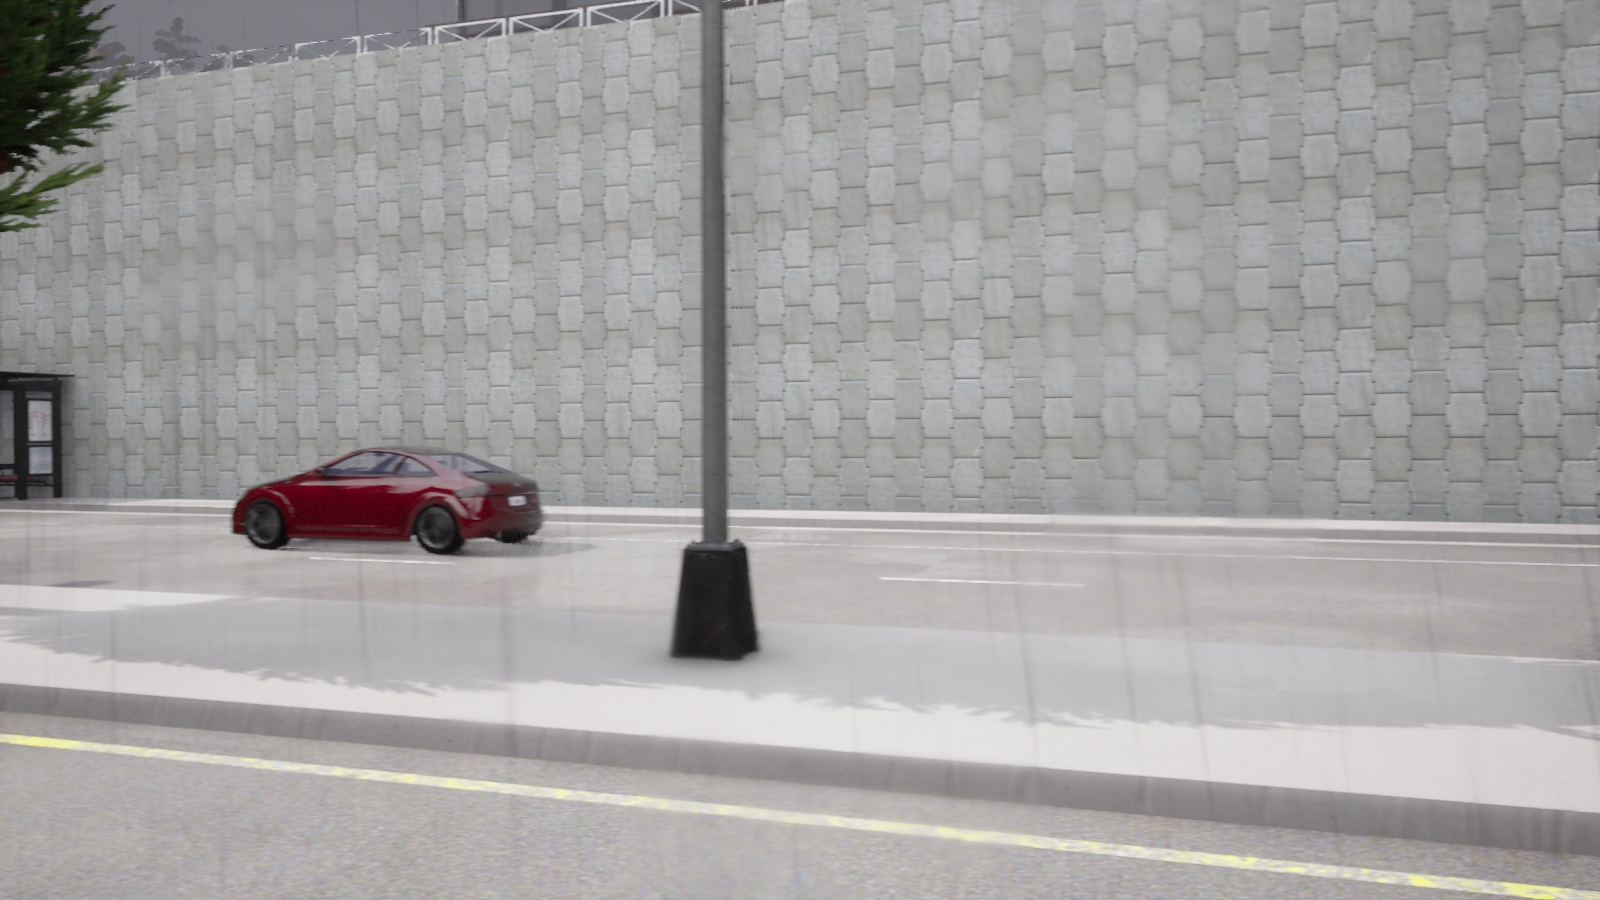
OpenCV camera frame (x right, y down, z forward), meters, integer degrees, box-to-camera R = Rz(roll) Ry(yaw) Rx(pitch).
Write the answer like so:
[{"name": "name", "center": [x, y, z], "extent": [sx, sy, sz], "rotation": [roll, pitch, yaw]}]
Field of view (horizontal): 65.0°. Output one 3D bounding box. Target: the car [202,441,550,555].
[{"name": "car", "center": [-5.790, 0.592, 17.275], "extent": [4.181, 1.385, 1.994], "rotation": [1, 1, 19]}]
